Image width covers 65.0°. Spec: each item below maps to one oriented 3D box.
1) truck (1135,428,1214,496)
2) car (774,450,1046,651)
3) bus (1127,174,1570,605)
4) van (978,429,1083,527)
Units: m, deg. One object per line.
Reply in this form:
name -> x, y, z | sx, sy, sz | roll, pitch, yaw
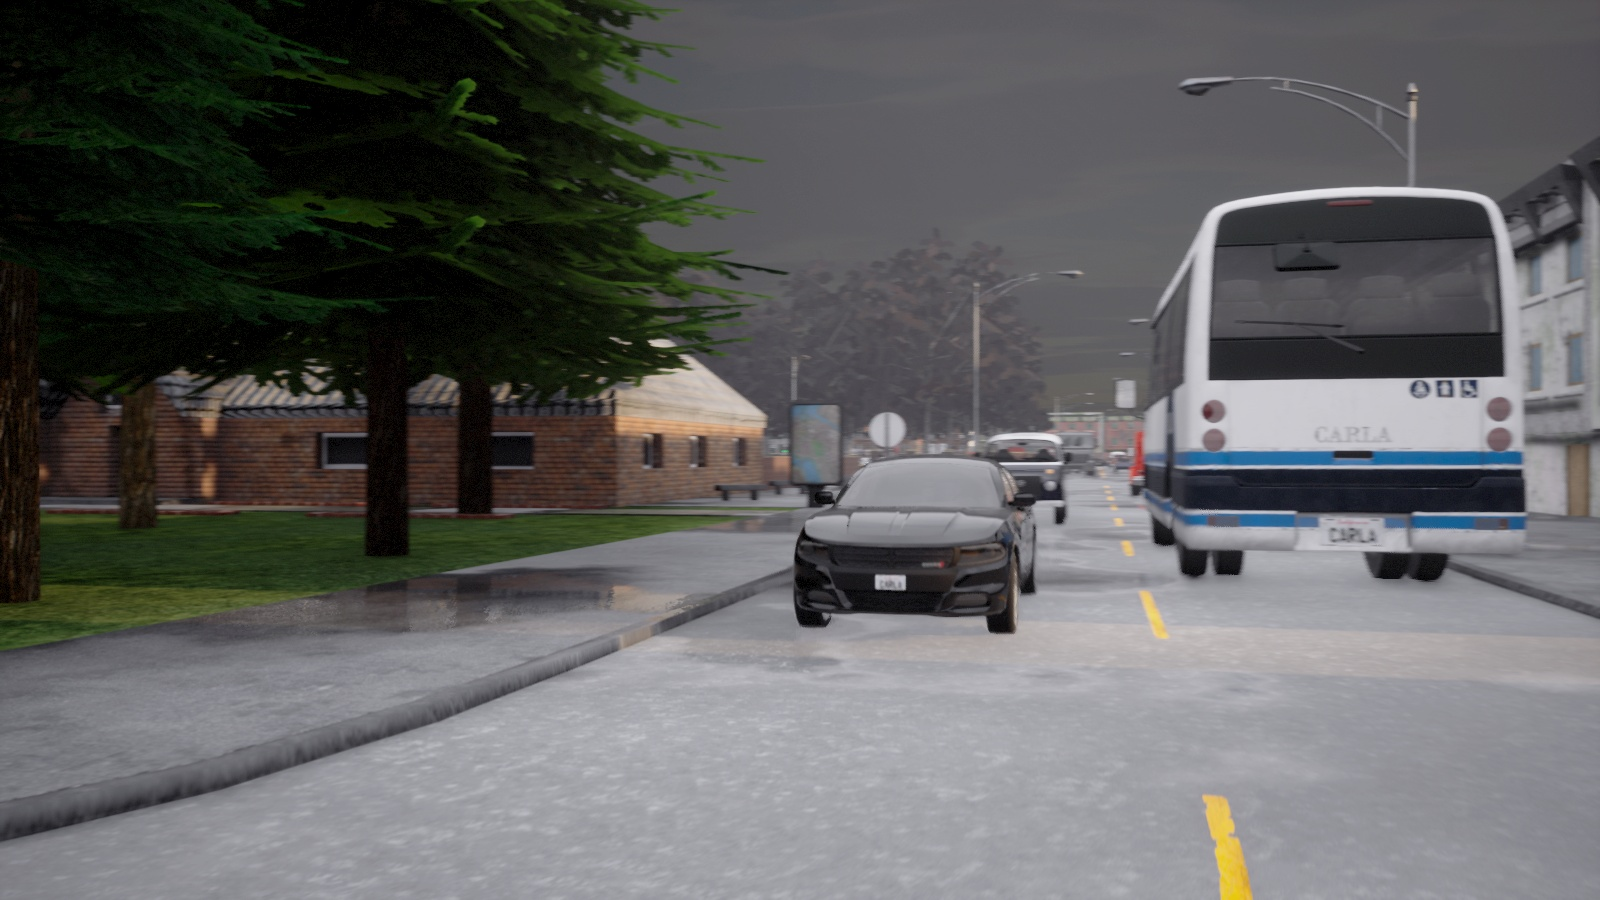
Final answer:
truck -> 14.360, 0.446, 48.460 | 2.627, 2.467, 5.204 | 0, 0, 14
car -> 1.312, 0.779, 12.208 | 1.882, 1.535, 5.008 | 0, 0, 14
bus -> 6.825, -0.569, 17.829 | 3.944, 4.253, 10.273 | 0, 0, 13
van -> 5.280, 0.590, 28.319 | 2.069, 2.038, 4.480 | 0, 0, 14
